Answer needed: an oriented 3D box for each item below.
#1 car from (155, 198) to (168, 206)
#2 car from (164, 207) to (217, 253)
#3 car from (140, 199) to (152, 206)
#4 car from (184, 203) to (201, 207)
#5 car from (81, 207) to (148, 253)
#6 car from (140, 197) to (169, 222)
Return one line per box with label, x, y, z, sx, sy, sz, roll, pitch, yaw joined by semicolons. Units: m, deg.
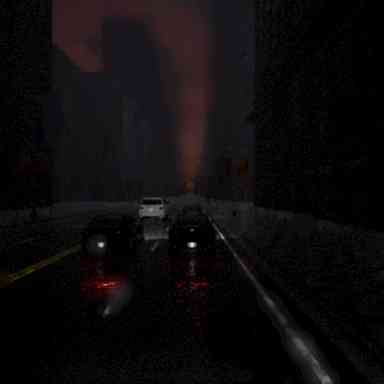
car;-6.469;2.106;70.957;2.128;1.511;4.902;0;0;0
car;0.010;1.635;14.296;1.837;1.490;4.892;0;0;0
car;-9.720;2.176;70.928;1.895;1.301;4.718;0;0;0
car;0.018;1.733;29.461;1.882;1.535;5.008;0;0;0
car;-3.241;1.635;14.297;1.837;1.490;4.892;0;0;0
car;-3.236;1.468;29.026;2.150;2.045;5.566;0;0;0
